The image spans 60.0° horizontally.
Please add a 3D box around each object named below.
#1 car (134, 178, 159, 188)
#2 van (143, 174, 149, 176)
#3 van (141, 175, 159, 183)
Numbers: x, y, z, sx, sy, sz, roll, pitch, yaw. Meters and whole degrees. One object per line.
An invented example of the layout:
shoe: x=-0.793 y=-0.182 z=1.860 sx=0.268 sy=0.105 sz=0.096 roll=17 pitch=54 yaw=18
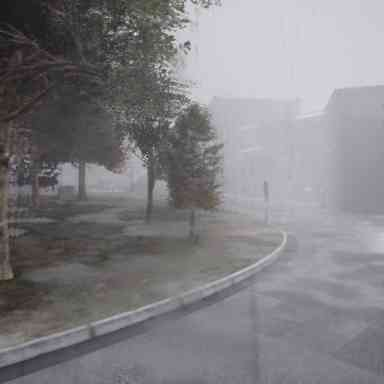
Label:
car: x=-9.920 y=-1.656 z=70.729 sx=4.892 sy=1.521 sz=2.231 roll=-1 pitch=5 yaw=-23
van: x=-10.358 y=-2.734 z=79.836 sx=4.442 sy=1.987 sz=1.878 roll=-2 pitch=6 yaw=-23
van: x=-11.127 y=-3.577 z=88.816 sx=4.442 sy=1.987 sz=1.878 roll=-2 pitch=6 yaw=-23
